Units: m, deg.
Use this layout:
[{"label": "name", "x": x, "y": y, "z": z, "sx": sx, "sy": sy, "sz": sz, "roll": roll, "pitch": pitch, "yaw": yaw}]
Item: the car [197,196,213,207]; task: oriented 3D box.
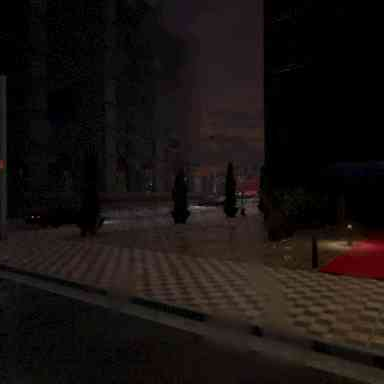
[{"label": "car", "x": 2.730, "y": 1.868, "z": 58.657, "sx": 1.994, "sy": 1.385, "sz": 4.181, "roll": -1, "pitch": 0, "yaw": 36}]

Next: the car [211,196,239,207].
[{"label": "car", "x": 5.695, "y": 1.869, "z": 56.779, "sx": 1.895, "sy": 1.301, "sz": 4.718, "roll": -1, "pitch": 0, "yaw": 36}]

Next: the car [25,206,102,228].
[{"label": "car", "x": -9.172, "y": 1.722, "z": 24.261, "sx": 2.033, "sy": 1.411, "sz": 5.357, "roll": -1, "pitch": 0, "yaw": 36}]
